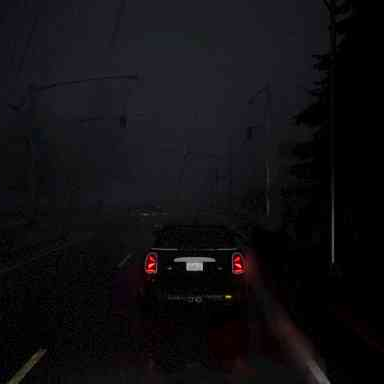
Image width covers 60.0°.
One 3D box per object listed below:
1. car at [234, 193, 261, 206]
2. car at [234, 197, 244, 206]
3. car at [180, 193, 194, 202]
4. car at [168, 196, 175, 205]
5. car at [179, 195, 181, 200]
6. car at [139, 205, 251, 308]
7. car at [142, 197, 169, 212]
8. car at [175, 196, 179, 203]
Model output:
[{"bbox_3d":[8.508,1.146,51.295,3.866,1.878,1.905,0,0,-1],"label":"car"},{"bbox_3d":[8.919,1.144,48.784,4.605,1.855,1.932,0,0,-1],"label":"car"},{"bbox_3d":[-0.835,1.555,73.435,1.895,1.301,4.718,0,0,-7],"label":"car"},{"bbox_3d":[-4.021,1.533,50.313,1.994,1.385,4.181,0,0,0],"label":"car"},{"bbox_3d":[-2.109,1.158,83.569,2.097,1.767,4.553,0,0,-13],"label":"car"},{"bbox_3d":[0.072,1.352,8.071,2.097,1.767,4.553,0,0,1],"label":"car"},{"bbox_3d":[-4.051,1.497,36.052,1.812,1.442,4.674,0,0,4],"label":"car"},{"bbox_3d":[-4.092,1.496,65.834,1.812,1.442,4.674,0,0,0],"label":"car"}]
